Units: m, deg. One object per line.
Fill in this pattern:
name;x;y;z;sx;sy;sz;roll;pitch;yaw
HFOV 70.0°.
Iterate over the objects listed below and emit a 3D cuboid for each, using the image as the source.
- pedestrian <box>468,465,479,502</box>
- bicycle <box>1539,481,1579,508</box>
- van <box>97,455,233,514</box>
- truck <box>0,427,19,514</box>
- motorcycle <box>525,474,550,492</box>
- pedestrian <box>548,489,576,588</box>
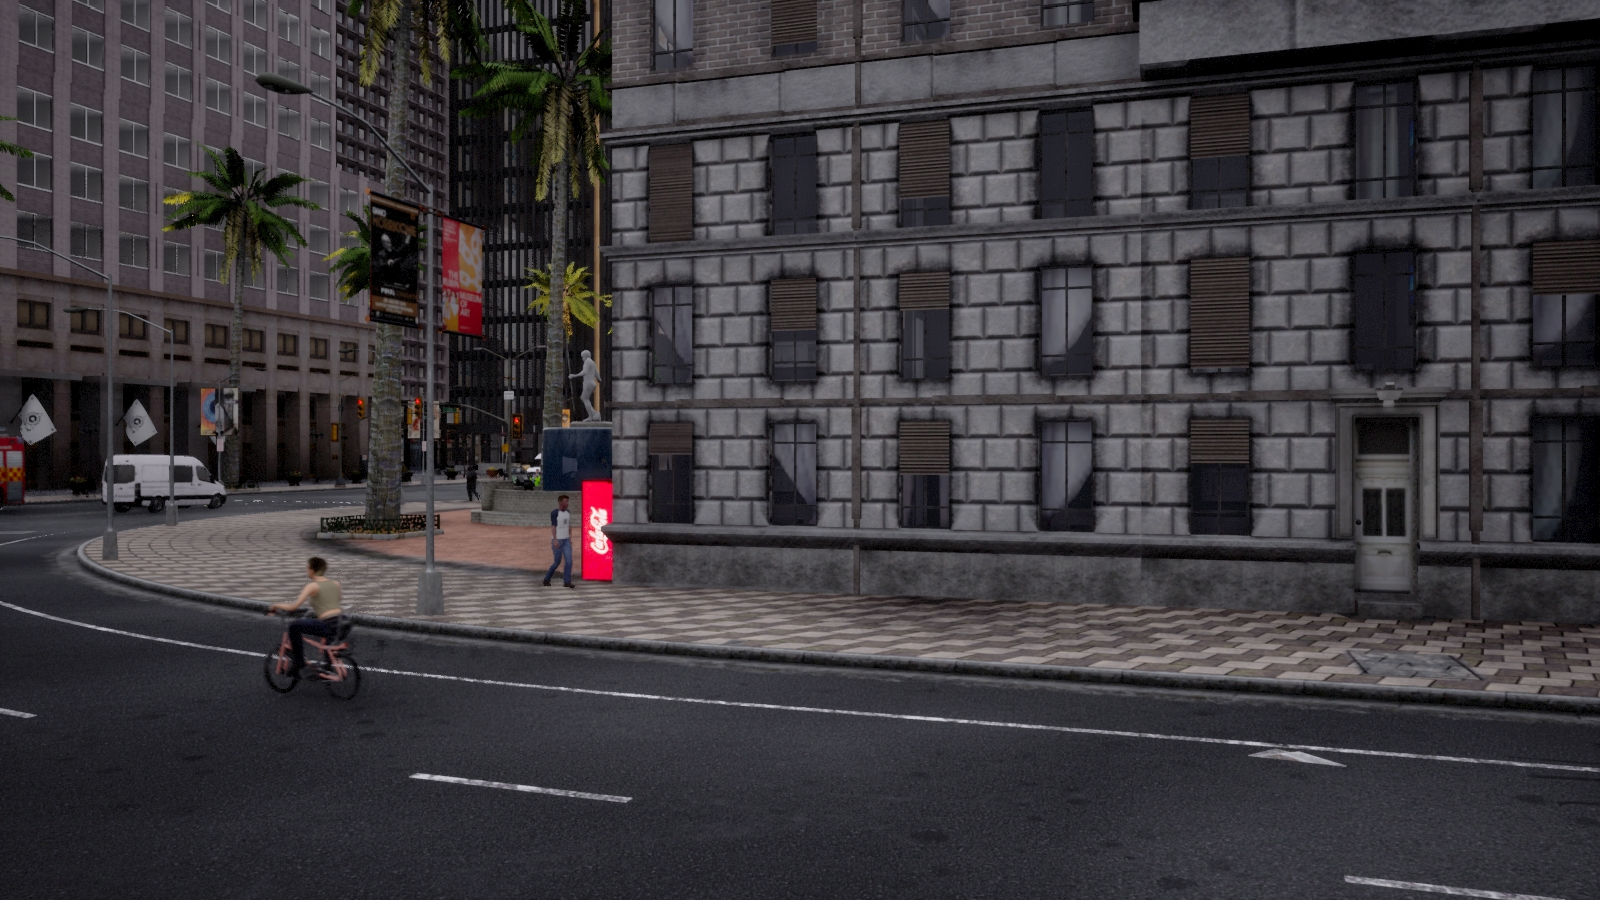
pedestrian;-16.455;1.696;57.568;0.375;1.860;0.375;0;0;17
bicycle;38.816;2.269;58.471;0.329;1.171;1.835;6;3;-13
van;-29.050;1.529;52.553;1.988;2.561;5.915;0;-1;13
truck;-37.068;0.890;47.255;2.891;3.827;8.468;0;0;8
motorcycle;-17.703;2.213;76.981;0.803;1.145;2.033;0;0;-38
pedestrian;-4.562;1.696;21.935;0.375;1.860;0.375;0;0;34
